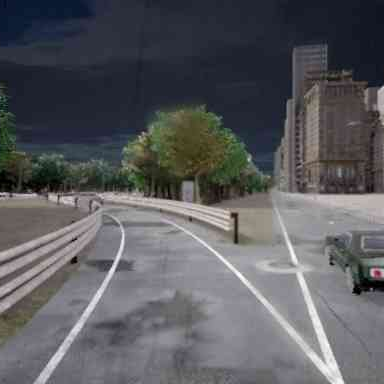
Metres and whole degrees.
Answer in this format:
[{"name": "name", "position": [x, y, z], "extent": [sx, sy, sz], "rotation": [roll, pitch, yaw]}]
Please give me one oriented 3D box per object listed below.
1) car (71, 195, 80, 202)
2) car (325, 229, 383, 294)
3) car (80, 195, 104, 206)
[{"name": "car", "position": [-19.264, 1.166, 56.004], "extent": [1.895, 1.301, 4.718], "rotation": [0, 1, -26]}, {"name": "car", "position": [4.697, 1.605, 8.541], "extent": [1.895, 1.301, 4.718], "rotation": [0, 0, 13]}, {"name": "car", "position": [-13.998, 1.221, 47.179], "extent": [1.837, 1.490, 4.892], "rotation": [0, 1, -33]}]
